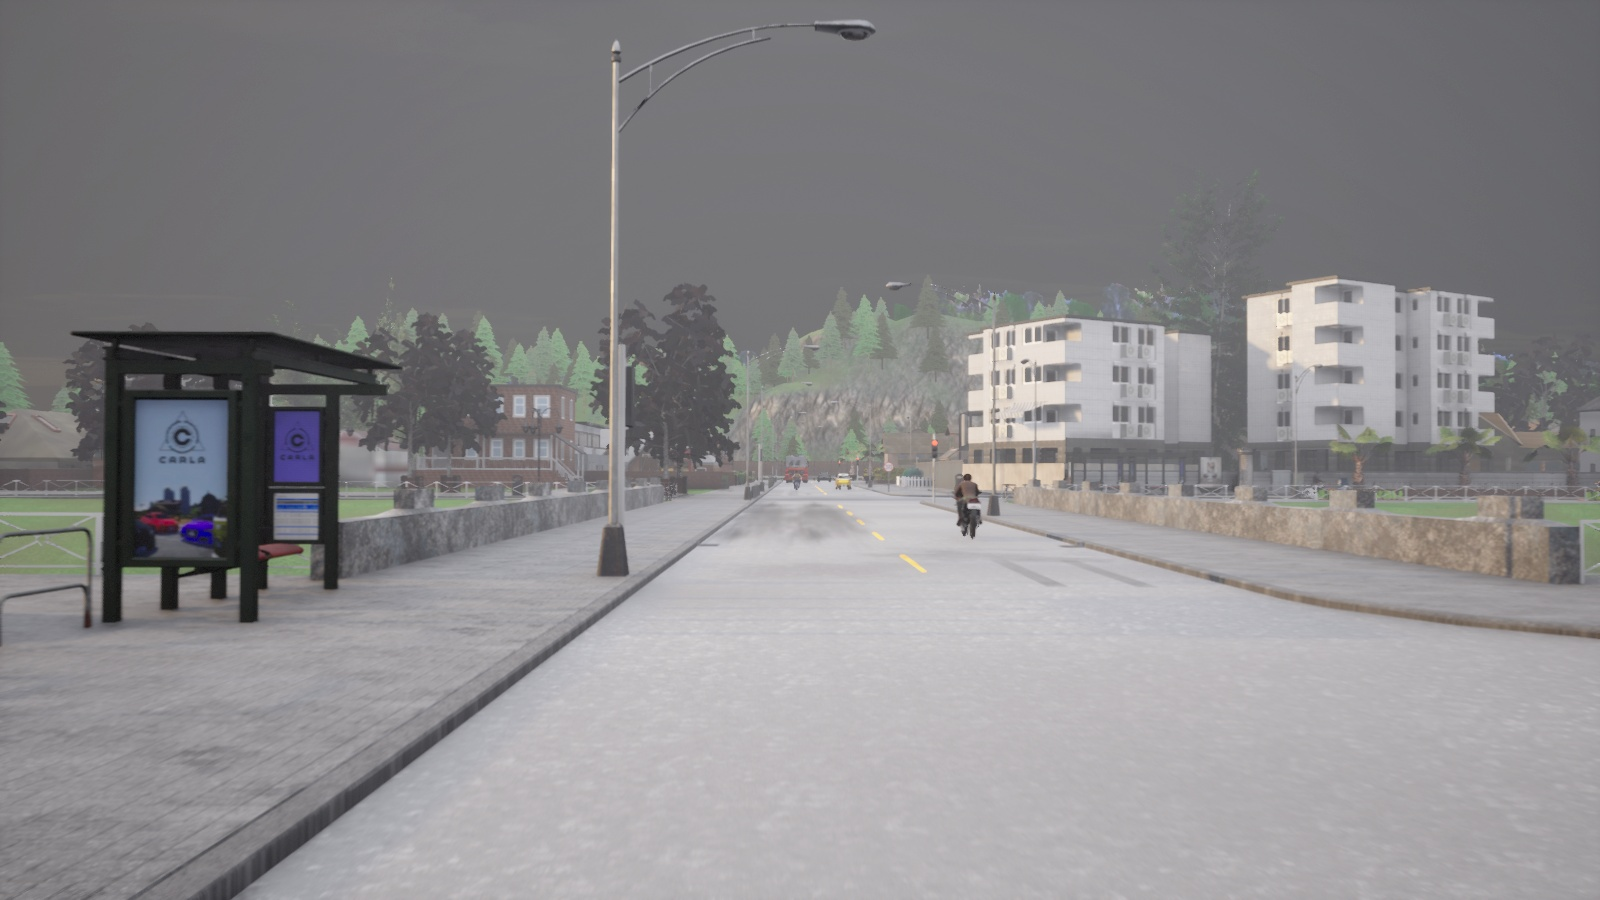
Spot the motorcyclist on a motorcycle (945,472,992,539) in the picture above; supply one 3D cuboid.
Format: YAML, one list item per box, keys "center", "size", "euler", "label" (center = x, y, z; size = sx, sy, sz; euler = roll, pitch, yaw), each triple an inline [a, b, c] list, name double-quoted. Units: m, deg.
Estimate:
- center: [3.926, 1.273, 29.401]
  size: [0.797, 1.523, 2.044]
  euler: [0, -1, 0]
  label: "motorcyclist on a motorcycle"
